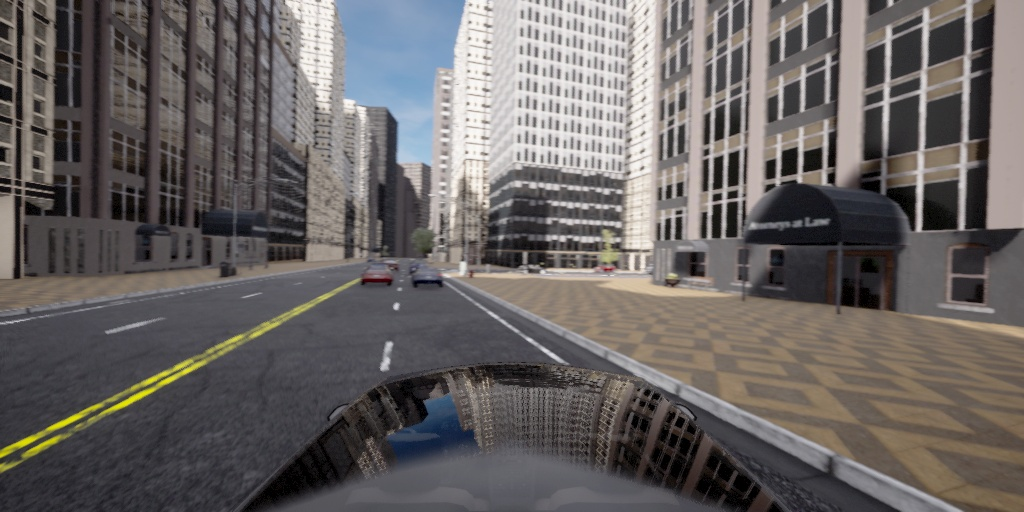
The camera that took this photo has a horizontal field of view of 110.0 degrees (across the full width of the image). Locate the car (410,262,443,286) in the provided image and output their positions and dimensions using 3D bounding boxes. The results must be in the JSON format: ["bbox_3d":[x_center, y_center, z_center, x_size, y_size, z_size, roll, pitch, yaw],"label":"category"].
[{"bbox_3d":[-5.907,1.319,24.921,1.994,1.385,4.181,1,0,-16],"label":"car"}]

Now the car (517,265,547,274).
[{"bbox_3d":[2.886,1.911,51.017,4.403,1.370,2.007,0,0,-17],"label":"car"}]

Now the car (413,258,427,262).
[{"bbox_3d":[-9.904,1.101,38.842,2.097,1.767,4.553,1,0,-13],"label":"car"}]

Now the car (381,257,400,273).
[{"bbox_3d":[-15.271,1.236,45.316,1.882,1.535,5.008,2,0,-16],"label":"car"}]

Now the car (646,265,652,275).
[{"bbox_3d":[24.407,2.635,57.778,4.313,1.339,1.948,0,0,-17],"label":"car"}]

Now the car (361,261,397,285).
[{"bbox_3d":[-9.391,1.248,25.291,1.994,1.385,4.181,1,0,-16],"label":"car"}]
